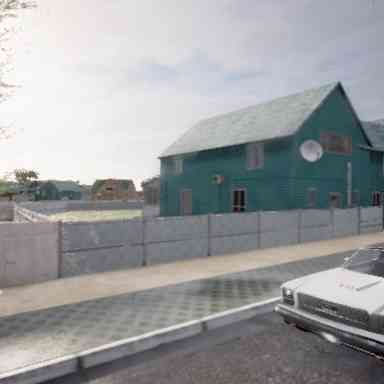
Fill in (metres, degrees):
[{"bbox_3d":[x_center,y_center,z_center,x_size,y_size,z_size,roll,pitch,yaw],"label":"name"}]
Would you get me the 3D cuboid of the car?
[{"bbox_3d":[3.606,1.600,5.644,4.718,1.301,1.895,0,0,-36],"label":"car"}]
